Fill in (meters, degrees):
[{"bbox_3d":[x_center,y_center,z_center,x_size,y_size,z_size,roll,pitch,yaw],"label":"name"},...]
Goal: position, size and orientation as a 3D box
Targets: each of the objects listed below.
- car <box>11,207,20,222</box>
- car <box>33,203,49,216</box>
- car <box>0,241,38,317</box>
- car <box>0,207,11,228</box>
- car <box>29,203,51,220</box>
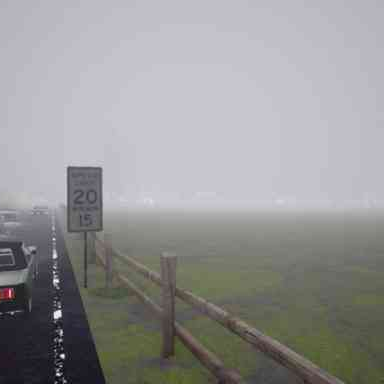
[{"bbox_3d":[-18.054,2.159,32.400,1.994,1.385,4.181,0,-1,-22],"label":"car"},{"bbox_3d":[-20.097,2.289,44.497,1.837,1.490,4.892,0,-1,-23],"label":"car"},{"bbox_3d":[-4.439,1.723,7.249,1.895,1.301,4.718,0,-1,-23],"label":"car"},{"bbox_3d":[-14.196,1.979,23.124,2.033,1.411,5.357,0,-1,-23],"label":"car"},{"bbox_3d":[-16.137,2.164,35.197,2.033,1.411,5.357,0,-1,-22],"label":"car"}]
